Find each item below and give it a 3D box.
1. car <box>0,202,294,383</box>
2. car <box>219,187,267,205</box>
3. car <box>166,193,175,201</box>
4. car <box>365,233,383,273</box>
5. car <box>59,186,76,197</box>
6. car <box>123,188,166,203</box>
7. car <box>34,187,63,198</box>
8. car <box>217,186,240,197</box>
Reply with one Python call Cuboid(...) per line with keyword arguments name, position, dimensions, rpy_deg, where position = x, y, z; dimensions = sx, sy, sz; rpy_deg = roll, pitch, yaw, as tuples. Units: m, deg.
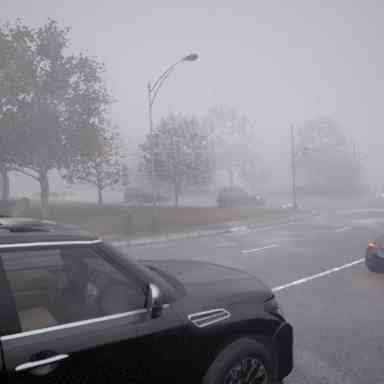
Cuboid(name="car", position=(-1.577, 1.220, 2.770), dimensions=(5.566, 2.045, 2.150), rpy_deg=(0, 0, -35))
Cuboid(name="car", position=(5.796, 0.642, 36.423), dimensions=(4.553, 1.767, 2.097), rpy_deg=(-1, 3, 33))
Cuboid(name="car", position=(-4.616, 0.421, 47.217), dimensions=(4.553, 1.767, 2.097), rpy_deg=(1, 3, 33))
Cuboid(name="car", position=(6.562, 1.452, 9.316), dimensions=(4.181, 1.385, 1.994), rpy_deg=(-2, 1, -42))
Cuboid(name="car", position=(-22.556, -0.165, 58.742), dimensions=(4.553, 1.767, 2.097), rpy_deg=(2, 4, 32))
Cuboid(name="car", position=(-6.640, 0.457, 44.352), dimensions=(5.566, 2.045, 2.150), rpy_deg=(1, 4, 33))
Cuboid(name="car", position=(-24.372, 0.258, 55.769), dimensions=(4.718, 1.301, 1.895), rpy_deg=(2, 4, 32))
Cuboid(name="car", position=(5.737, 0.355, 40.601), dimensions=(5.566, 2.045, 2.150), rpy_deg=(0, 3, 33))
